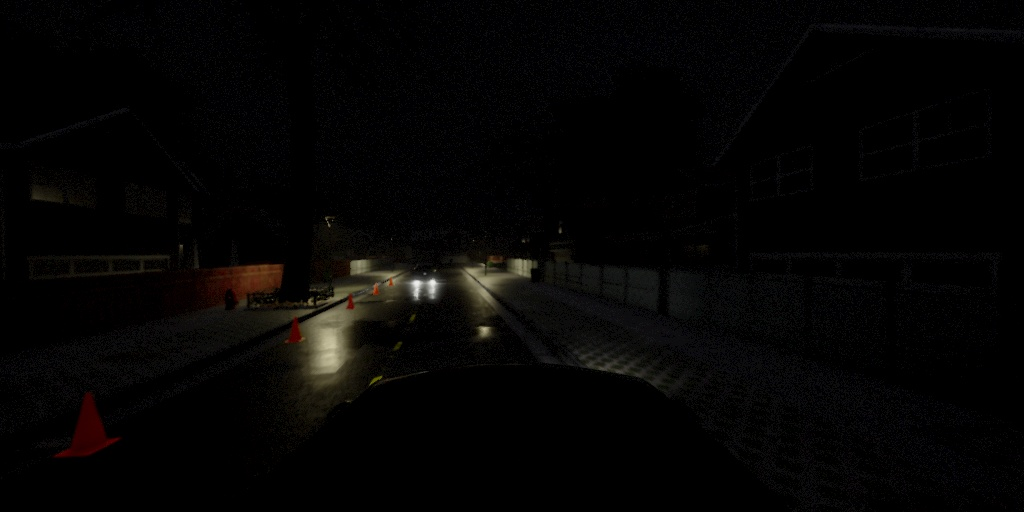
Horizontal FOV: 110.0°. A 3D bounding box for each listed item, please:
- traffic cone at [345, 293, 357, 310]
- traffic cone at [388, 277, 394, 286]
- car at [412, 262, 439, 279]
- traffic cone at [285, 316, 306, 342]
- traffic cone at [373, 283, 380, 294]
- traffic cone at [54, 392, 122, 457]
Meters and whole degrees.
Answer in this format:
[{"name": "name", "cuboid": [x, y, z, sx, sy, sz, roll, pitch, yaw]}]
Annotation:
[{"name": "traffic cone", "cuboid": [-6.026, 1.680, 13.407, 0.340, 0.580, 0.340, 0, 0, -10]}, {"name": "traffic cone", "cuboid": [-7.840, 1.626, 23.241, 0.340, 0.580, 0.340, 0, 0, -10]}, {"name": "car", "cuboid": [-7.175, 1.175, 29.819, 1.994, 1.385, 4.181, -1, 0, -12]}, {"name": "traffic cone", "cuboid": [-5.118, 1.707, 8.490, 0.340, 0.580, 0.340, 0, 0, -10]}, {"name": "traffic cone", "cuboid": [-6.933, 1.653, 18.323, 0.340, 0.580, 0.340, 0, 0, -10]}, {"name": "traffic cone", "cuboid": [-4.462, 1.734, 3.787, 0.340, 0.580, 0.340, 0, 0, -5]}]
